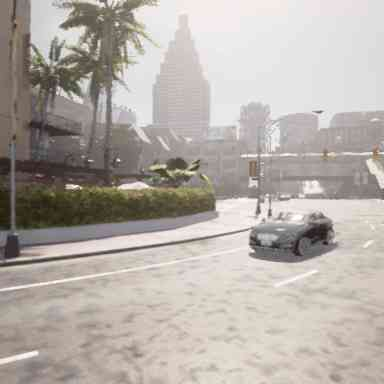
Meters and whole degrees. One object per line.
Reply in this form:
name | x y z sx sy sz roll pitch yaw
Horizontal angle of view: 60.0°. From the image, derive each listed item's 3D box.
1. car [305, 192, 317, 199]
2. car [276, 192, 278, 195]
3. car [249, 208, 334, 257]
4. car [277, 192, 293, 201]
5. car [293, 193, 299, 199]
car | 30.093 1.053 85.320 2.033 1.411 5.357 0 0 14
car | 21.274 0.884 77.224 2.185 1.767 4.553 0 0 14
car | 3.996 1.414 12.849 2.128 1.511 4.902 1 1 39
car | 19.818 1.049 70.965 2.097 1.535 5.008 0 0 14
car | 26.712 1.015 86.226 2.128 1.511 4.902 0 0 14
